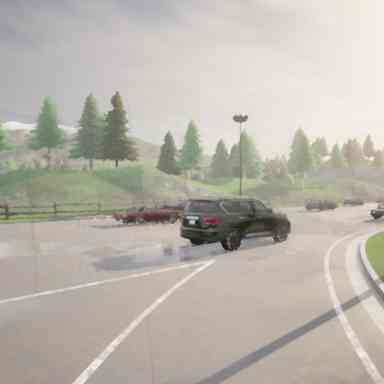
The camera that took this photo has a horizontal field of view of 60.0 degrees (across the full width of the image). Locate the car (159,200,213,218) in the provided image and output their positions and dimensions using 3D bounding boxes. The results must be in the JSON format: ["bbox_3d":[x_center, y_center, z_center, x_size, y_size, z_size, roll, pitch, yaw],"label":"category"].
[{"bbox_3d":[-0.520,1.511,30.892,5.008,1.535,1.882,0,0,-42],"label":"car"}]

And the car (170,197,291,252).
[{"bbox_3d":[1.995,1.237,14.342,5.566,2.045,2.150,0,0,-42],"label":"car"}]

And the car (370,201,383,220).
[{"bbox_3d":[16.562,1.632,27.406,4.718,1.301,1.895,0,0,-42],"label":"car"}]

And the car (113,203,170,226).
[{"bbox_3d":[-3.138,1.626,23.842,4.718,1.301,1.895,0,0,-42],"label":"car"}]

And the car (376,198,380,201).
[{"bbox_3d":[37.922,1.629,65.498,4.181,1.385,1.994,0,0,-42],"label":"car"}]

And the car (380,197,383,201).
[{"bbox_3d":[35.489,1.545,58.488,5.008,1.535,1.882,0,0,-42],"label":"car"}]

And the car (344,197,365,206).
[{"bbox_3d":[27.076,1.589,55.637,4.674,1.442,1.812,0,0,-41],"label":"car"}]

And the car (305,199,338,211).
[{"bbox_3d":[16.022,1.594,41.027,5.357,1.411,2.033,0,0,-42],"label":"car"}]
